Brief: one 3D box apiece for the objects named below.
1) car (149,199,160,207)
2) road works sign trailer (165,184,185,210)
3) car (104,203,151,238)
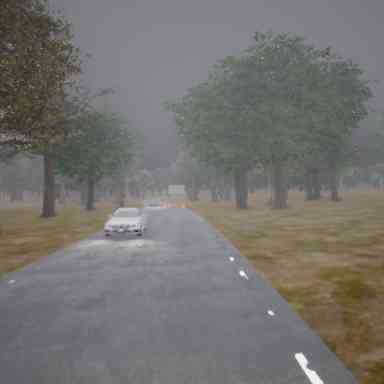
[{"bbox_3d":[-6.808,1.976,60.167,1.895,1.301,4.718,0,-1,-6],"label":"car"},{"bbox_3d":[-2.178,0.708,46.082,2.380,3.560,2.880,0,-1,-6],"label":"road works sign trailer"},{"bbox_3d":[-3.497,1.579,18.282,1.812,1.442,4.674,0,0,-2],"label":"car"}]
